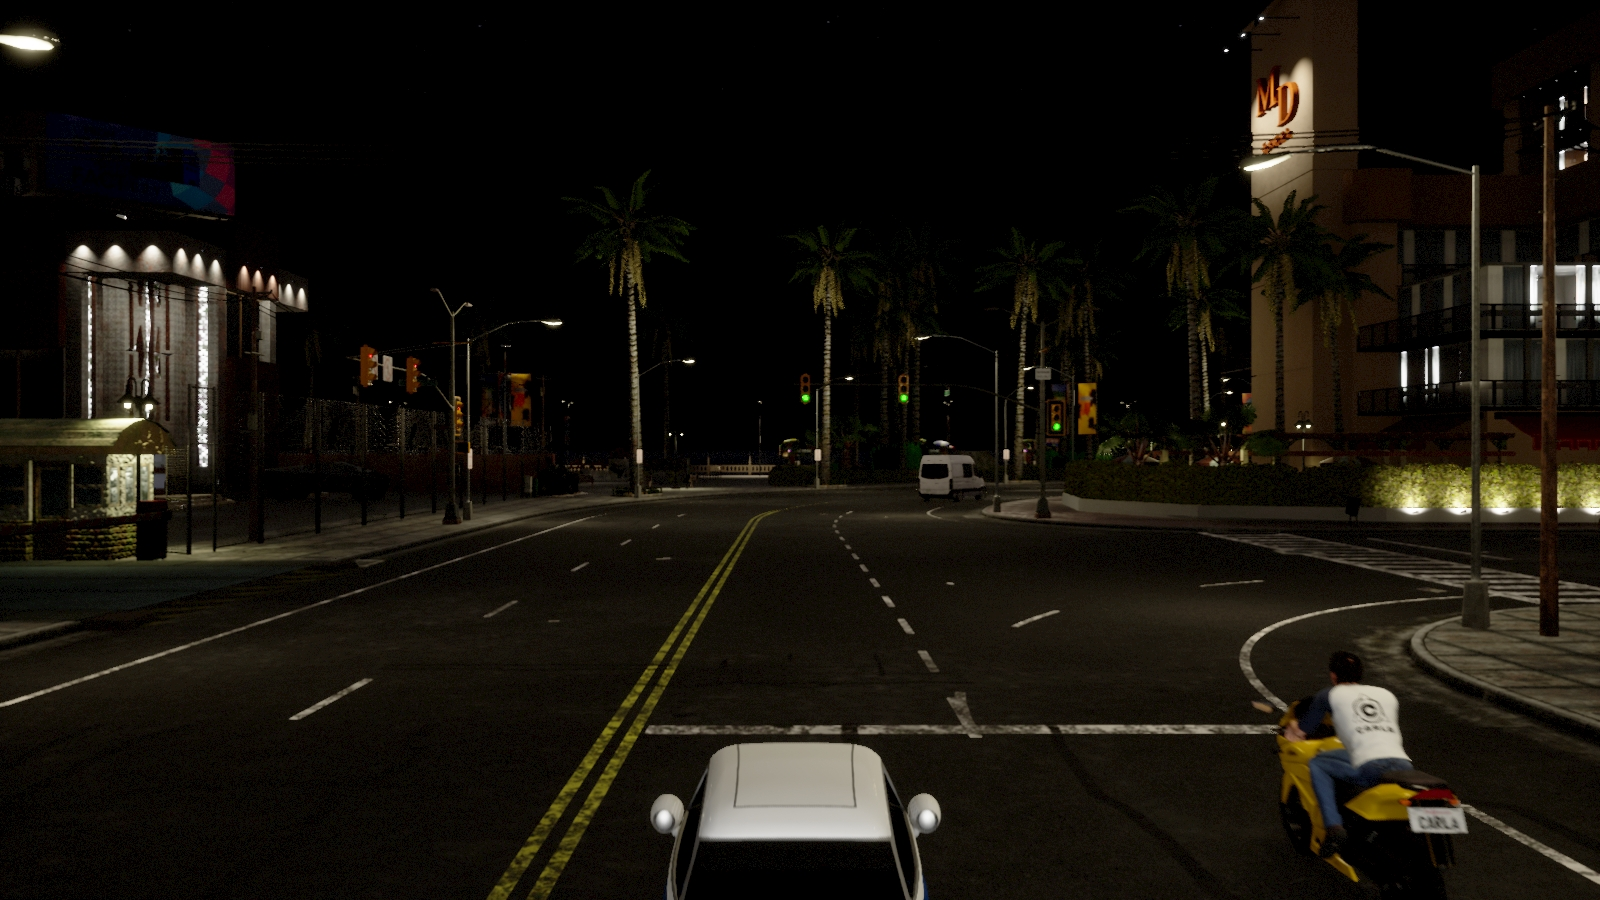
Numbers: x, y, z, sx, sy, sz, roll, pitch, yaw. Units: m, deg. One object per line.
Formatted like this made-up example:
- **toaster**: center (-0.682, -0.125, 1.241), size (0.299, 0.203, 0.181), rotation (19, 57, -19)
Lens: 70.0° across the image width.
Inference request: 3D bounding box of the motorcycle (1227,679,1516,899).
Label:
- **motorcycle**: center (3.472, 2.216, 7.202), size (0.803, 1.145, 2.033), rotation (0, 0, 0)

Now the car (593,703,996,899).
- **car**: center (-0.021, 2.122, 5.309), size (1.481, 1.376, 2.207), rotation (0, 1, 0)

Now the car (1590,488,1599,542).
- **car**: center (27.272, 2.008, 34.745), size (5.027, 1.651, 2.152), rotation (0, 0, -1)
